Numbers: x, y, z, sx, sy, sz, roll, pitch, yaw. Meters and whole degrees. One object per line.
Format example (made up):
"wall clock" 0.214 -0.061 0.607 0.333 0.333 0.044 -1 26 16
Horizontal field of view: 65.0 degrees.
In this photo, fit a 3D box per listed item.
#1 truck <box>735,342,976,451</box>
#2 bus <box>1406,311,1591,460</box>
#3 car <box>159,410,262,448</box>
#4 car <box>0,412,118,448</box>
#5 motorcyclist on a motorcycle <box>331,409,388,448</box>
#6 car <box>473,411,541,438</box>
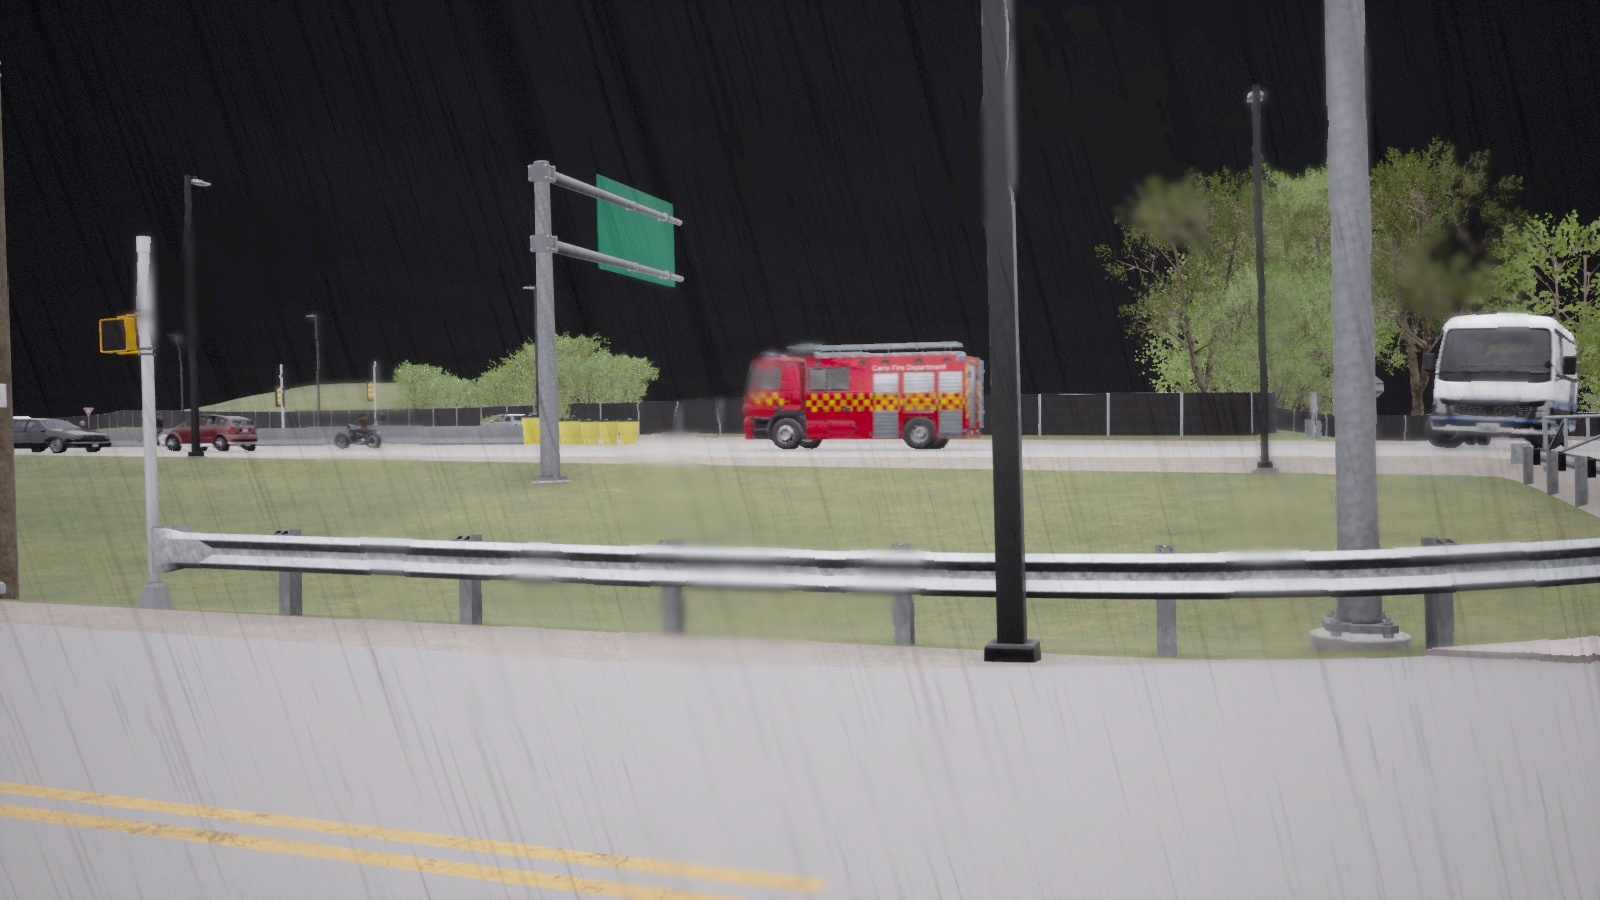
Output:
"truck" 2.050 -1.911 46.550 8.468 3.827 2.891 0 1 19
"bus" 23.167 -2.019 41.284 3.944 4.253 10.273 4 3 36
"car" -24.499 -0.879 52.204 3.705 1.549 1.789 0 1 19
"car" -30.366 -0.794 50.559 5.357 1.411 2.033 0 1 19
"motorcyclist on a motorcycle" -18.941 -0.929 53.958 2.350 1.649 0.766 0 1 19
"car" -16.547 -1.452 70.959 3.806 1.475 1.970 2 2 44
